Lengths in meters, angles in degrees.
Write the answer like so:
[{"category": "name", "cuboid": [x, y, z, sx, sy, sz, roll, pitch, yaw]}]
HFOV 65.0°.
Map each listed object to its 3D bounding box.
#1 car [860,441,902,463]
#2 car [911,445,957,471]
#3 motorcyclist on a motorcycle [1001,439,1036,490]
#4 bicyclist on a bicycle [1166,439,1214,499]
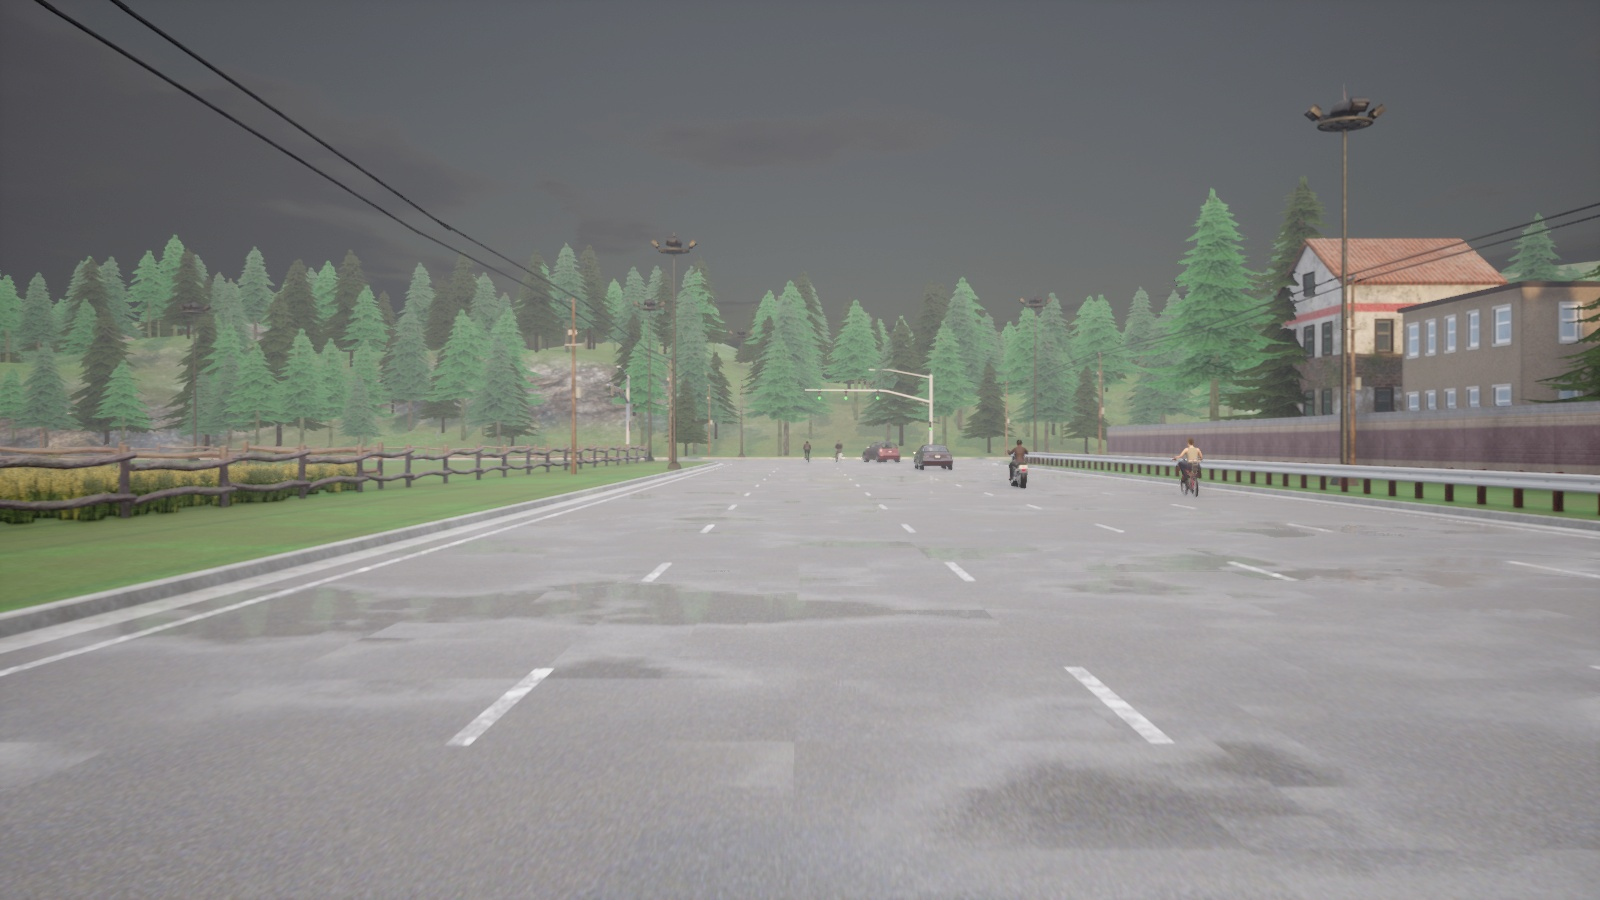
[{"category": "car", "cuboid": [6.081, 0.114, 95.005, 1.851, 1.617, 3.988, 0, 0, -18]}, {"category": "car", "cuboid": [7.415, 0.405, 70.042, 2.033, 1.411, 5.357, 0, 0, 0]}, {"category": "motorcyclist on a motorcycle", "cuboid": [7.254, 0.467, 41.832, 0.766, 1.649, 2.350, 0, 0, 0]}, {"category": "bicyclist on a bicycle", "cuboid": [10.708, 0.497, 34.526, 0.866, 1.612, 1.509, 0, 0, 1]}]
